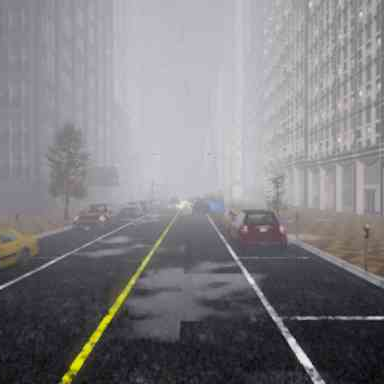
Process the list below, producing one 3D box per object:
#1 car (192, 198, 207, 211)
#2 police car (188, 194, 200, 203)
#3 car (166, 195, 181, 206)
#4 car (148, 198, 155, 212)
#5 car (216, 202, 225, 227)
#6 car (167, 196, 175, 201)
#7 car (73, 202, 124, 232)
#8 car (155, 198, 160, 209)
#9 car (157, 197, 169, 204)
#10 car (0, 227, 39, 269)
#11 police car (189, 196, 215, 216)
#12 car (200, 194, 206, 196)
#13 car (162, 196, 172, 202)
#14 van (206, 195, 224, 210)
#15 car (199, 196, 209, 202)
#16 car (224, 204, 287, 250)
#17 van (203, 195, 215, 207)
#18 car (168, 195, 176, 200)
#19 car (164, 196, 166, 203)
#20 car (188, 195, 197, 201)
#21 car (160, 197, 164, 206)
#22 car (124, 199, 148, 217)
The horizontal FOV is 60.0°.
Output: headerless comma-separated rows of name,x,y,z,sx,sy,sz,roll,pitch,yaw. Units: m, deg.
car,0.918,1.567,42.488,1.812,1.442,4.674,0,0,0
police car,0.787,1.472,48.622,1.930,1.638,5.238,0,0,2
car,-3.031,1.561,57.884,1.837,1.490,4.892,0,0,1
car,-5.682,1.602,37.144,1.947,1.339,4.313,-1,0,0
car,2.692,1.545,20.260,1.752,1.417,4.829,-1,0,0
car,-5.661,1.667,88.297,1.802,1.307,4.206,-1,0,0
car,-5.690,1.460,20.094,1.967,1.590,4.097,-1,0,0
car,-5.680,1.587,42.828,1.887,1.381,4.507,-1,0,0
car,-5.671,1.615,65.563,2.008,1.369,4.403,-1,0,0
car,-5.694,1.534,8.557,1.752,1.417,4.829,-1,0,0
police car,0.913,1.457,32.598,1.930,1.638,5.238,0,0,0
car,2.701,1.362,48.509,2.192,1.841,5.009,-1,0,0
car,-5.666,1.625,76.930,2.008,1.369,4.403,-1,0,0
van,2.697,1.377,37.141,1.690,1.788,3.998,-1,0,0
car,2.715,1.625,76.926,2.008,1.369,4.403,-1,0,0
car,2.688,1.454,14.407,1.967,1.590,4.097,-1,0,0
van,2.703,1.394,54.192,1.690,1.788,3.998,-1,0,0
car,-5.660,1.530,93.981,1.967,1.590,4.097,-1,0,0
car,-5.675,1.635,54.195,1.802,1.307,4.206,-1,0,0
car,0.035,1.495,83.498,2.128,1.511,4.902,0,0,0
car,-5.678,1.598,48.512,2.008,1.369,4.403,-1,0,0
car,-5.684,1.581,31.461,2.008,1.369,4.403,-1,0,0
